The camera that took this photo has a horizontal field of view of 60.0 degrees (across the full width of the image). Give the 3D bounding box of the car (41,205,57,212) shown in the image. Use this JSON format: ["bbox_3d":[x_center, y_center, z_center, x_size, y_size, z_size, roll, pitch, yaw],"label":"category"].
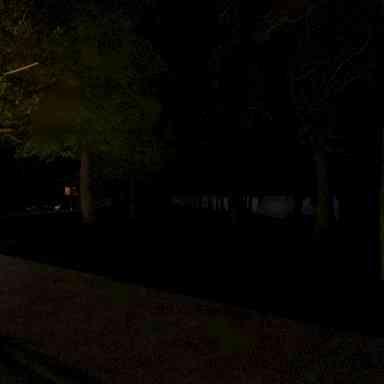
[{"bbox_3d":[-33.375,3.885,77.202,1.837,1.490,4.892,0,-2,-9],"label":"car"}]

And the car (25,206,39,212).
[{"bbox_3d":[-36.453,3.909,75.904,2.033,1.411,5.357,0,-2,-9],"label":"car"}]

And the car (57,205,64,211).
[{"bbox_3d":[-35.087,4.237,87.486,2.128,1.511,4.902,0,-2,-9],"label":"car"}]
